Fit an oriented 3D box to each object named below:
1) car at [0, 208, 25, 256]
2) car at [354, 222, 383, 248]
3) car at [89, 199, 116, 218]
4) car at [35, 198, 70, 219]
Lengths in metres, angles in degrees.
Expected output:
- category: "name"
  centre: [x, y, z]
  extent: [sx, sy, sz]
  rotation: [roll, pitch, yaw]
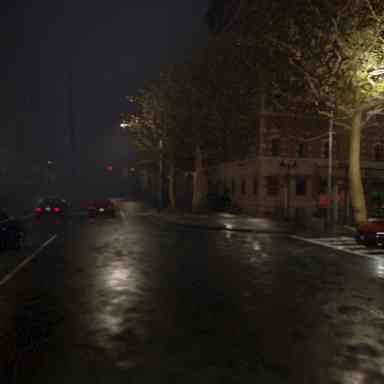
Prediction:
- category: "car"
  centre: [-6.736, 1.150, 10.287]
  extent: [2.097, 1.767, 4.553]
  rotation: [1, 0, -14]
- category: "car"
  centre: [9.141, 1.578, 13.456]
  extent: [5.008, 1.535, 1.882]
  rotation: [1, 0, -9]
- category: "car"
  centre: [-7.108, 1.252, 26.420]
  extent: [1.994, 1.385, 4.181]
  rotation: [1, 0, -14]
- category: "car"
  centre: [-10.350, 1.178, 24.952]
  extent: [2.033, 1.411, 5.357]
  rotation: [1, 0, -14]
